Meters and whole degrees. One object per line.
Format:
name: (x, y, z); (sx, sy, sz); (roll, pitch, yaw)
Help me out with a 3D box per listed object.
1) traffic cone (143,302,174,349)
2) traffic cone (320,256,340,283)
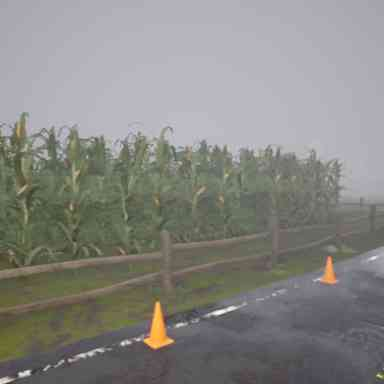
traffic cone: (-0.497, 1.924, 4.928); (0.340, 0.580, 0.340); (-1, 1, -37)
traffic cone: (3.304, 1.844, 7.987); (0.340, 0.580, 0.340); (-1, 1, -40)
